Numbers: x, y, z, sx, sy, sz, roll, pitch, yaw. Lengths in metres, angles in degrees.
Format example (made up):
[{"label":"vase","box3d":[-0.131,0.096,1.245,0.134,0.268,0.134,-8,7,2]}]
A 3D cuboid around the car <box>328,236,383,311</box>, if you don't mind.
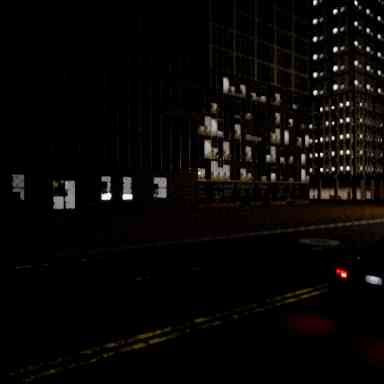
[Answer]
[{"label":"car","box3d":[5.118,1.538,7.088,5.357,1.411,2.033,0,0,-35]}]
